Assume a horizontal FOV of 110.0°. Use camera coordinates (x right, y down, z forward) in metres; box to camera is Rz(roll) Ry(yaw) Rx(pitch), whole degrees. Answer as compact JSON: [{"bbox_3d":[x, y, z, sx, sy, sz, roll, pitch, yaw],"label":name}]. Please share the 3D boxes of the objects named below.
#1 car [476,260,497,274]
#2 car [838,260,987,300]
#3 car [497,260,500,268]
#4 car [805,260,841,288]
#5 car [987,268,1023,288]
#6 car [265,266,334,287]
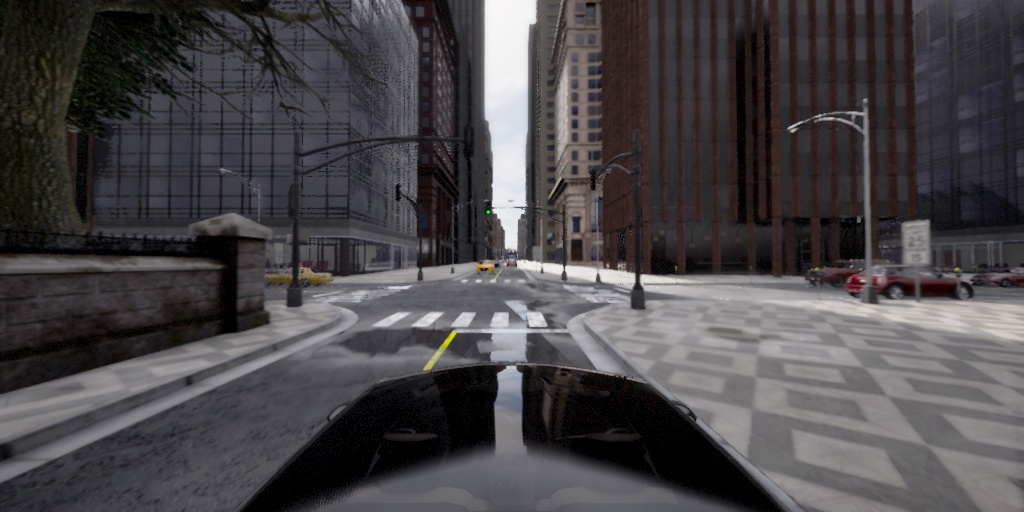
[{"bbox_3d":[-3.076,1.218,41.893,1.882,1.535,5.008,0,0,0],"label":"car"},{"bbox_3d":[17.374,1.118,15.724,4.097,1.591,1.967,0,0,0],"label":"car"},{"bbox_3d":[-2.997,1.351,61.865,1.895,1.301,4.718,0,0,0],"label":"car"},{"bbox_3d":[22.827,1.165,24.238,5.009,1.841,2.192,0,0,0],"label":"car"},{"bbox_3d":[33.702,1.443,24.218,4.207,1.307,1.802,0,0,0],"label":"car"},{"bbox_3d":[-14.750,1.345,24.308,4.829,1.417,1.751,0,0,0],"label":"car"}]
